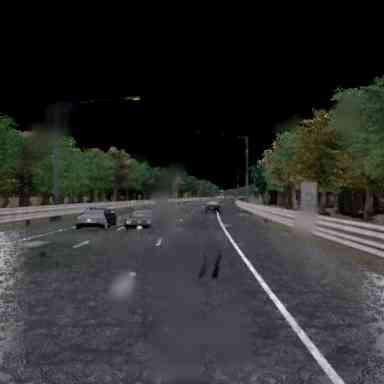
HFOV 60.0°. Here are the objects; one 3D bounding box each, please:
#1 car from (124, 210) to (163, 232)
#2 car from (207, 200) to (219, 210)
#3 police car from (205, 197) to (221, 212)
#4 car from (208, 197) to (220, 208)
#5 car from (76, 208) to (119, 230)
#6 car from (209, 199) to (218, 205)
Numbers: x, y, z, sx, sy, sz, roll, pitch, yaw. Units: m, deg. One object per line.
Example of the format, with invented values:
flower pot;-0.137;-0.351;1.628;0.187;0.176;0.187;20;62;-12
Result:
car;-2.996;1.819;21.643;1.895;1.301;4.718;0;-1;2
car;3.631;2.094;56.302;1.801;1.575;5.366;0;-1;5
police car;2.809;1.944;46.411;1.930;1.638;5.238;0;-1;4
car;4.180;1.933;62.026;2.150;2.045;5.566;0;-1;6
car;-6.441;1.793;23.030;1.994;1.385;4.181;0;-1;2
car;5.234;2.372;80.759;1.812;1.442;4.674;0;-1;7
